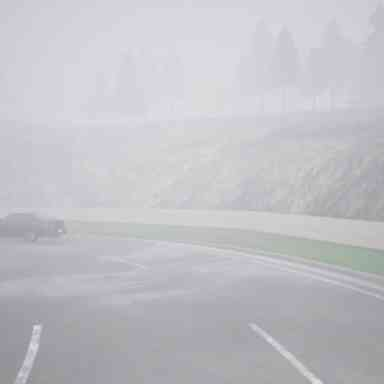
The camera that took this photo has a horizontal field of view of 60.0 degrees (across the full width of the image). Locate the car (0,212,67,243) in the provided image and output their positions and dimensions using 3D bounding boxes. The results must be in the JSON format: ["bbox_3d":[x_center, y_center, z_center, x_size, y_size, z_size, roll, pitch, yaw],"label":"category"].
[{"bbox_3d":[-8.682,1.743,17.070,4.674,1.442,1.812,0,-1,18],"label":"car"}]
